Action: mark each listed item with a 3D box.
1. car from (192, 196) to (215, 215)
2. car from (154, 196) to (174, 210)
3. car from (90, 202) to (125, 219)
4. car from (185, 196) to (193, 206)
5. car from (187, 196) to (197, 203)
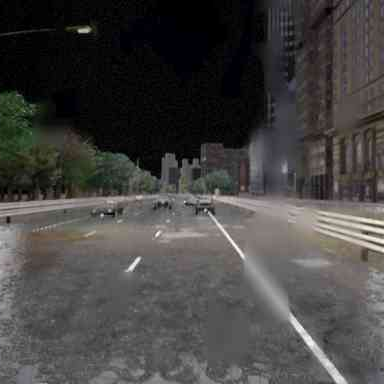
[{"bbox_3d":[1.222,1.367,32.111,1.837,1.490,4.892,0,0,0],"label":"car"},{"bbox_3d":[-3.402,1.214,40.782,2.097,1.767,4.553,0,0,0],"label":"car"},{"bbox_3d":[-6.908,1.470,27.787,1.895,1.301,4.718,0,0,0],"label":"car"},{"bbox_3d":[0.003,1.453,50.951,1.994,1.385,4.181,0,0,0],"label":"car"},{"bbox_3d":[-0.003,1.510,66.941,1.994,1.385,4.181,0,0,0],"label":"car"}]
